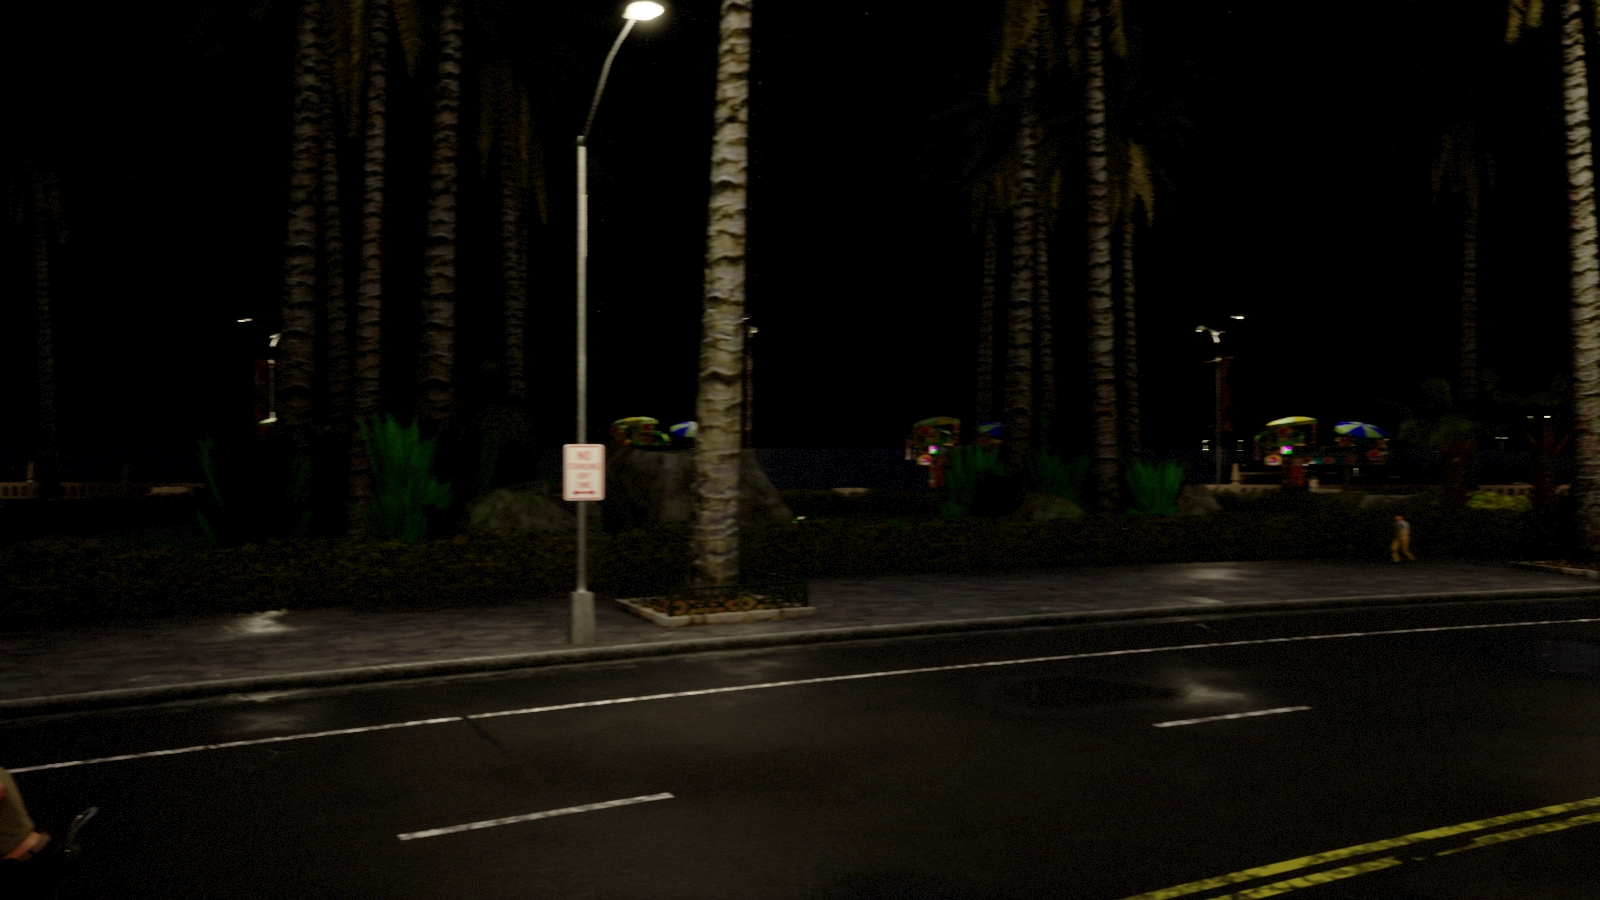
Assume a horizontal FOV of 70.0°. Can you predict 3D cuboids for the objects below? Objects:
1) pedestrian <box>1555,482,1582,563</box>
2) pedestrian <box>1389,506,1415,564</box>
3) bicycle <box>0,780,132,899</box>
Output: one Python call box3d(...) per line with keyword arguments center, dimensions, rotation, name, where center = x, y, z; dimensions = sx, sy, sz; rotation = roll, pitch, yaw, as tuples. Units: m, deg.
box3d(center=(17.897, 1.683, 26.610), dimensions=(0.375, 1.860, 0.375), rotation=(0, 0, -4), name="pedestrian")
box3d(center=(13.893, 1.961, 26.349), dimensions=(0.375, 1.300, 0.375), rotation=(0, 0, -21), name="pedestrian")
box3d(center=(-3.891, 2.248, 5.144), dimensions=(1.487, 1.080, 0.859), rotation=(0, 0, -33), name="bicycle")
